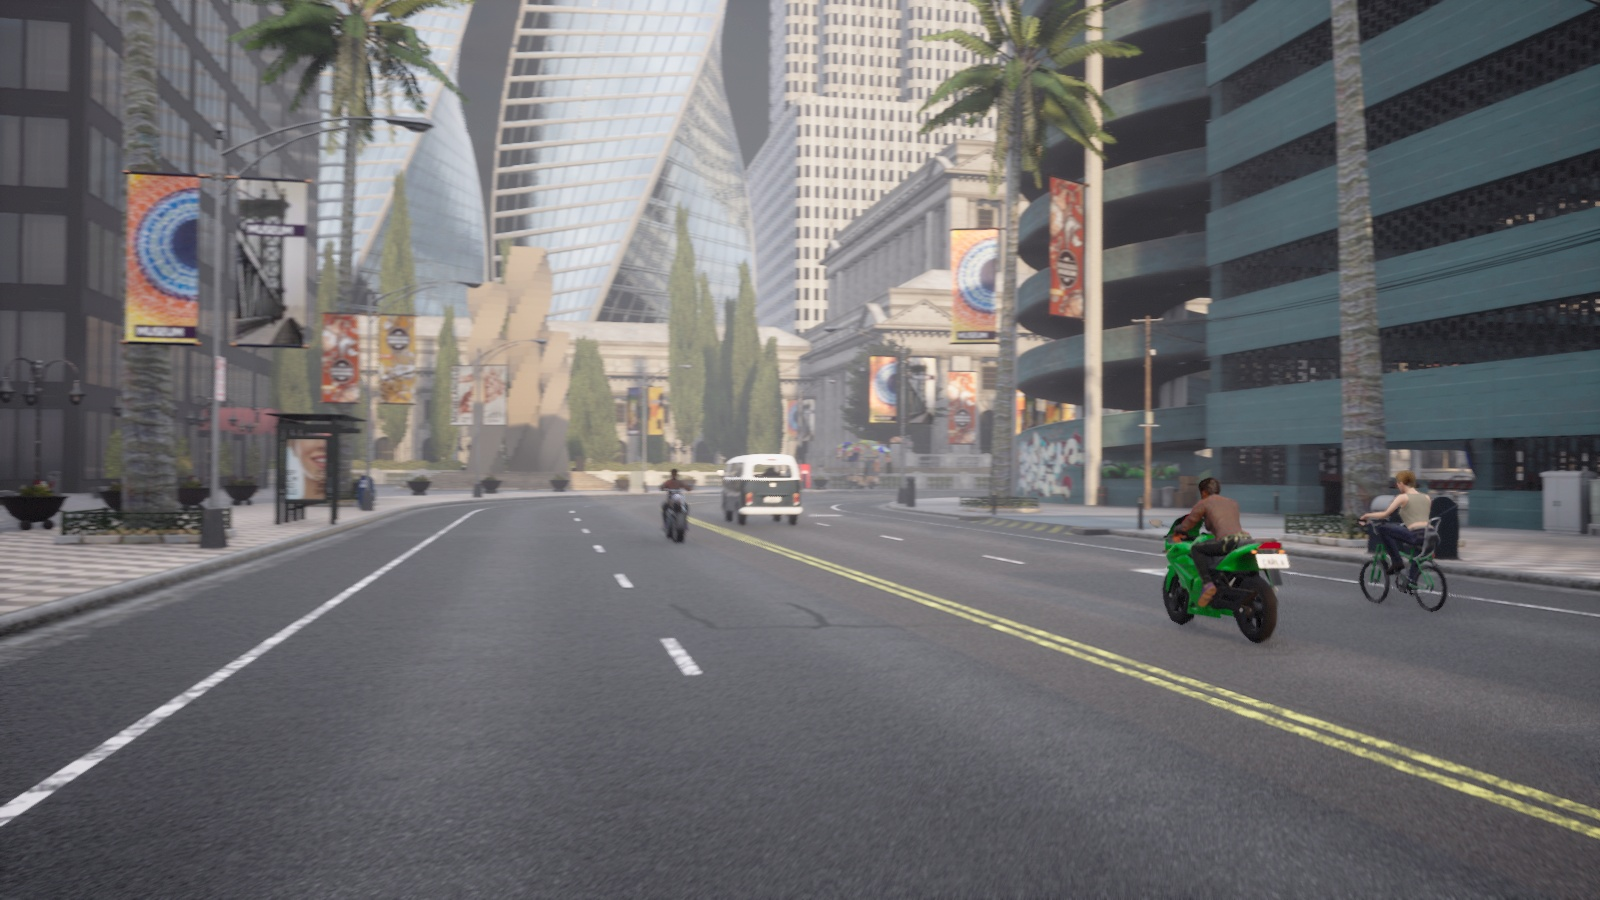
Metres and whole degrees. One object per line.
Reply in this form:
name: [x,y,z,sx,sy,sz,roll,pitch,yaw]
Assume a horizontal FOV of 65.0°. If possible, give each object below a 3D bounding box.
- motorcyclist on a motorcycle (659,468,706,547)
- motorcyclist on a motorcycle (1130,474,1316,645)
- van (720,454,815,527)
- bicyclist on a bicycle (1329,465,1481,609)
motorcyclist on a motorcycle: [-2.602,1.231,27.597,0.766,1.649,2.350,0,-1,-11]
motorcyclist on a motorcycle: [4.073,0.998,12.300,0.797,1.523,2.044,0,-1,-11]
van: [-1.046,1.168,37.509,2.069,2.038,4.480,0,-1,-12]
bicyclist on a bicycle: [7.125,0.991,14.877,0.866,1.612,1.509,0,-1,-12]
